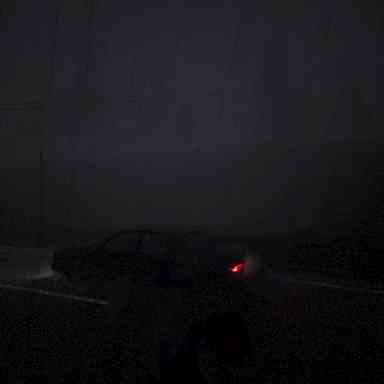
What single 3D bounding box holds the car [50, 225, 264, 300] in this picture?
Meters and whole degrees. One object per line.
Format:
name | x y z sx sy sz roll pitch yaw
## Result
car | -1.009 1.563 8.296 5.357 1.411 2.033 0 0 26
